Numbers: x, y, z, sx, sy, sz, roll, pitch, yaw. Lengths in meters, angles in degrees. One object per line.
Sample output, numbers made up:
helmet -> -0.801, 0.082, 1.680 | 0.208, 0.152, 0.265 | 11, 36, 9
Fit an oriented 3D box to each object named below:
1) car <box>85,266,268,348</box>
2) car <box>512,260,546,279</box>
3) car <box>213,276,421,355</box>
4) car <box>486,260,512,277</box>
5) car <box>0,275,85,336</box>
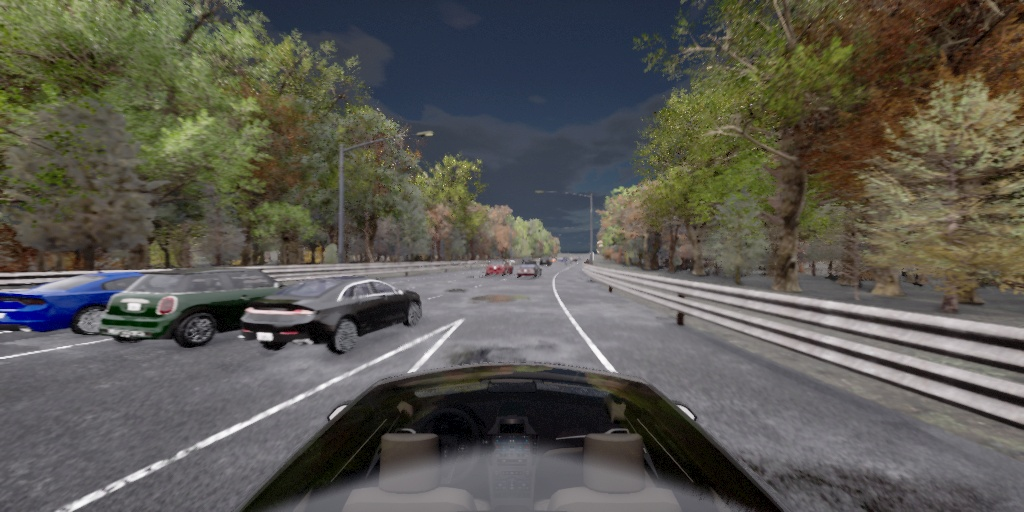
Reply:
car -> -7.395, 1.087, 9.523 | 2.097, 1.767, 4.553 | 0, 0, 12
car -> 1.775, 1.429, 35.314 | 2.033, 1.411, 5.357 | 0, 0, 12
car -> -3.960, 1.253, 8.861 | 2.128, 1.511, 4.902 | 0, 0, 12
car -> -1.235, 1.217, 37.934 | 2.097, 1.767, 4.553 | 0, 0, 12
car -> -10.796, 1.186, 10.354 | 1.882, 1.535, 5.008 | 0, 0, 12
